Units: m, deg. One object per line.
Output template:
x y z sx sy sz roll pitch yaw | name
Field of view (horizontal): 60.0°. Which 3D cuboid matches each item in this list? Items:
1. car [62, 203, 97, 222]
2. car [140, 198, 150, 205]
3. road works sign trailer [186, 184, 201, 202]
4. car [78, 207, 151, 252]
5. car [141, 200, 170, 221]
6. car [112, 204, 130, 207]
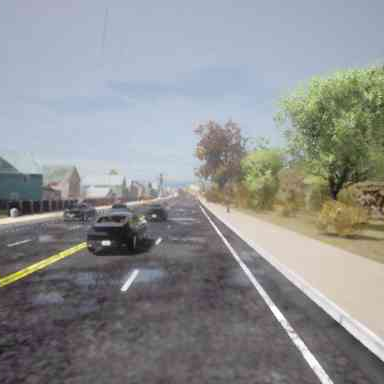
-9.843 1.781 29.480 1.837 1.490 4.892 0 -1 0 | car
-9.739 2.110 70.715 1.882 1.535 5.008 0 0 0 | car
0.262 0.198 70.760 2.380 3.560 2.880 19 -16 -4 | road works sign trailer
-3.151 1.645 14.615 1.837 1.490 4.892 0 0 0 | car
-3.149 1.789 30.247 1.837 1.490 4.892 0 -1 0 | car
-6.593 1.812 30.514 1.812 1.442 4.674 0 -1 0 | car
